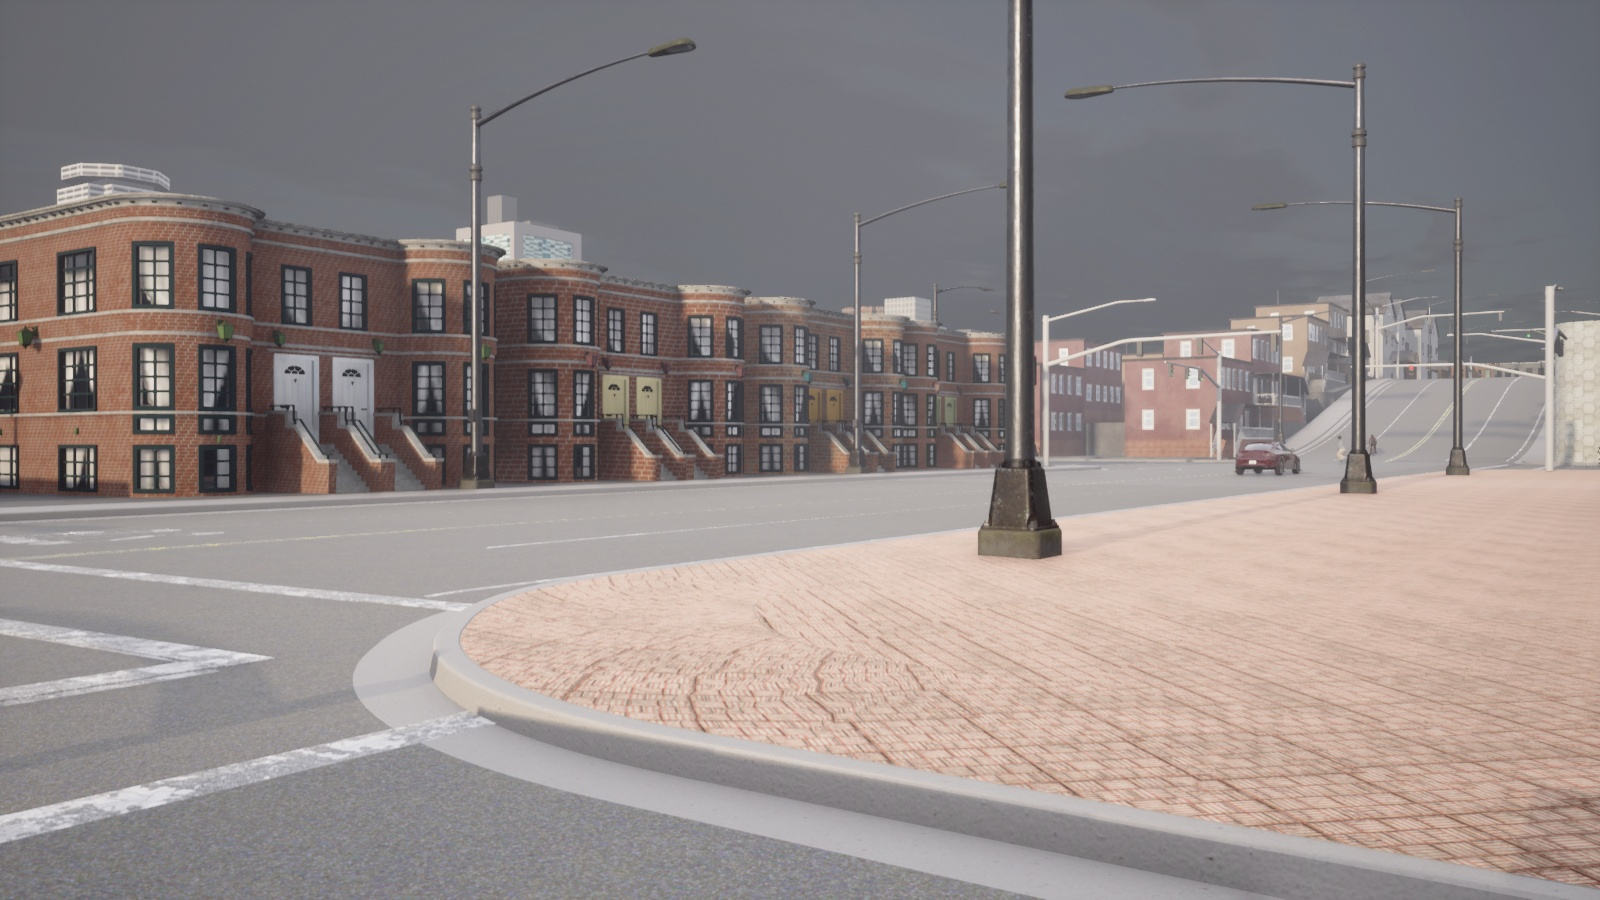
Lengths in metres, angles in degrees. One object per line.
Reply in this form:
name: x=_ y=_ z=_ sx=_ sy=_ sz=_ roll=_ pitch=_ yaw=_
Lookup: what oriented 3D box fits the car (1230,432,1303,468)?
car: x=20.079 y=-0.025 z=53.914 sx=1.812 sy=1.442 sz=4.674 roll=-1 pitch=0 yaw=35
